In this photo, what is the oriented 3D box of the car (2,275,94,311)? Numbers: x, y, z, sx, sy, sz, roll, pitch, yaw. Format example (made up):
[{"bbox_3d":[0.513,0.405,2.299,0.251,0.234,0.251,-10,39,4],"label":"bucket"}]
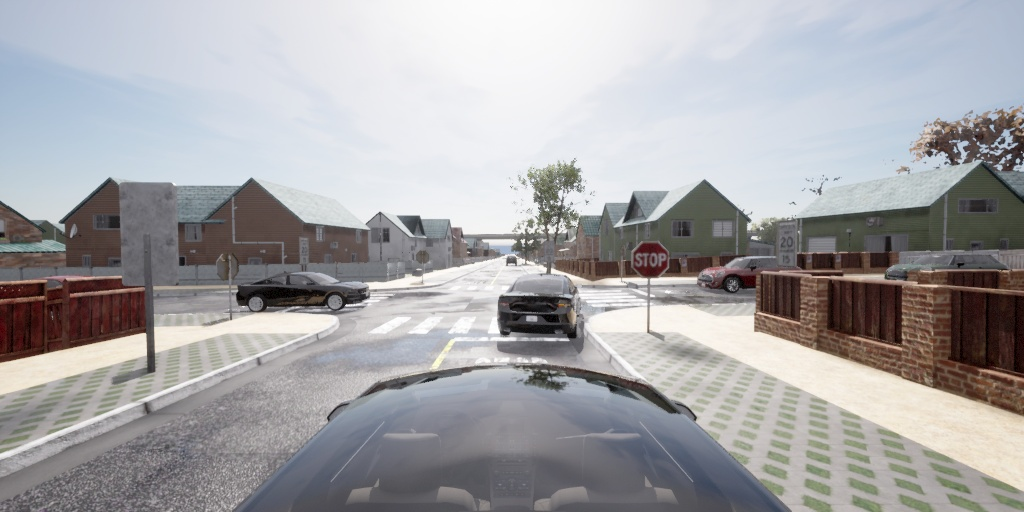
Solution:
[{"bbox_3d":[-18.038,1.546,14.719,5.008,1.535,1.882,-1,2,0],"label":"car"}]

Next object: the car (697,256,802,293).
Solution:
[{"bbox_3d":[11.786,0.820,17.902,4.553,1.767,2.097,-1,2,0],"label":"car"}]

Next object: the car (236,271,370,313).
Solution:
[{"bbox_3d":[-8.485,1.376,14.793,5.008,1.535,1.882,-1,2,0],"label":"car"}]

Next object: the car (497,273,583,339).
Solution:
[{"bbox_3d":[0.947,1.224,10.279,1.882,1.535,5.008,0,0,12],"label":"car"}]

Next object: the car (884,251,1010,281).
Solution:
[{"bbox_3d":[21.681,0.646,17.986,4.553,1.767,2.097,-1,2,0],"label":"car"}]
